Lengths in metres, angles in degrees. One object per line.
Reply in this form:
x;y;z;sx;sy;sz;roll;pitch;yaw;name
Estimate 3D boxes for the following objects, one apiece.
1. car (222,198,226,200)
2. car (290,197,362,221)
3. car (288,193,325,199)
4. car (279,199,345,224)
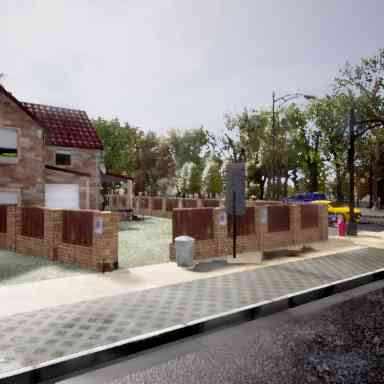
4.269;1.396;33.935;2.128;1.511;4.902;0;0;-35;car
10.309;1.423;25.451;1.882;1.535;5.008;0;0;-35;car
11.580;1.148;35.220;2.150;2.045;5.566;0;0;-35;car
7.818;1.468;23.343;1.812;1.442;4.674;0;0;-35;car
